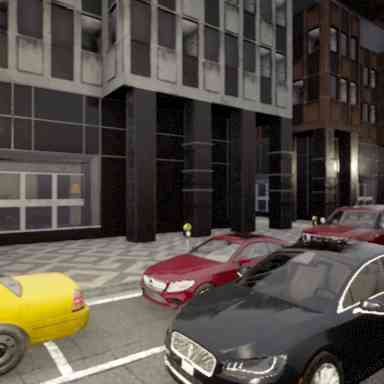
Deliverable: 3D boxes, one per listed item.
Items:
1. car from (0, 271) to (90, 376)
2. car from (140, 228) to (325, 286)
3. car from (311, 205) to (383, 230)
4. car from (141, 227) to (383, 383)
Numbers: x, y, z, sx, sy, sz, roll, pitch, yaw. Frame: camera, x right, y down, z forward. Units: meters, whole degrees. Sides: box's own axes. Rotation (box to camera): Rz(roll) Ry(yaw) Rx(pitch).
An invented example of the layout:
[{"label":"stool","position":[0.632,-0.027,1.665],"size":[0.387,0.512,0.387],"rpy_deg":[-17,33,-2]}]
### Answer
[{"label":"car","position":[-3.771,1.521,3.963],"size":[4.829,1.417,1.752],"rpy_deg":[0,0,-35]},{"label":"car","position":[0.929,1.603,7.312],"size":[4.206,1.307,1.802],"rpy_deg":[0,0,-35]},{"label":"car","position":[5.492,1.360,10.565],"size":[5.009,1.841,2.192],"rpy_deg":[0,0,-35]},{"label":"car","position":[1.934,1.523,4.755],"size":[4.892,1.490,1.837],"rpy_deg":[0,0,-35]}]
